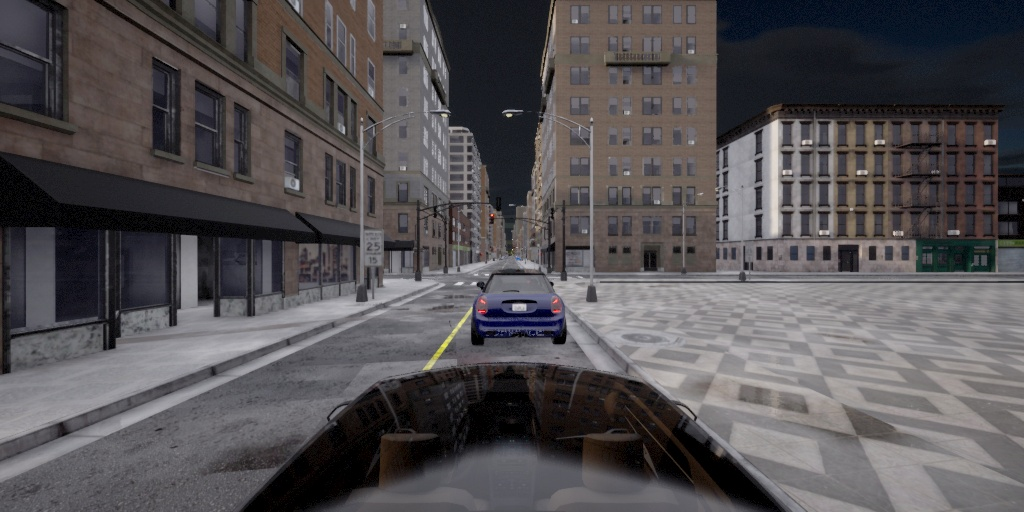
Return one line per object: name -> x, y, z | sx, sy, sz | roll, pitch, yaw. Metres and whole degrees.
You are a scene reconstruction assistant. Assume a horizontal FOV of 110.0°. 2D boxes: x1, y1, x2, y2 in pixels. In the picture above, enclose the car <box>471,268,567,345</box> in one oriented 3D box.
car -> 0.102, 1.101, 9.661 | 2.097, 1.767, 4.553 | 0, 0, -1
